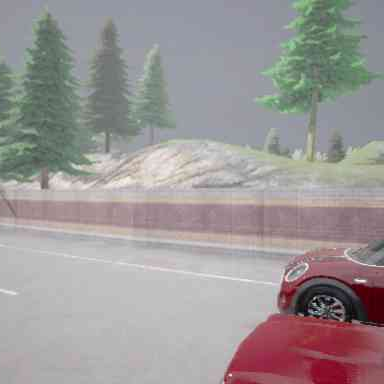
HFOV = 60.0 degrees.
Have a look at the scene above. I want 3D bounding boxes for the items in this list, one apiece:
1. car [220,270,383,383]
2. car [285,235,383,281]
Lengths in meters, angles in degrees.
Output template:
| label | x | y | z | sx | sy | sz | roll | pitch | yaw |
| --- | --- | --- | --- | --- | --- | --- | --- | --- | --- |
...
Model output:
| label | x | y | z | sx | sy | sz | roll | pitch | yaw |
| --- | --- | --- | --- | --- | --- | --- | --- | --- | --- |
| car | 2.469 | 1.600 | 2.136 | 4.718 | 1.301 | 1.895 | 0 | 0 | 26 |
| car | 3.782 | 1.349 | 5.431 | 4.553 | 1.767 | 2.097 | 0 | 0 | 26 |
